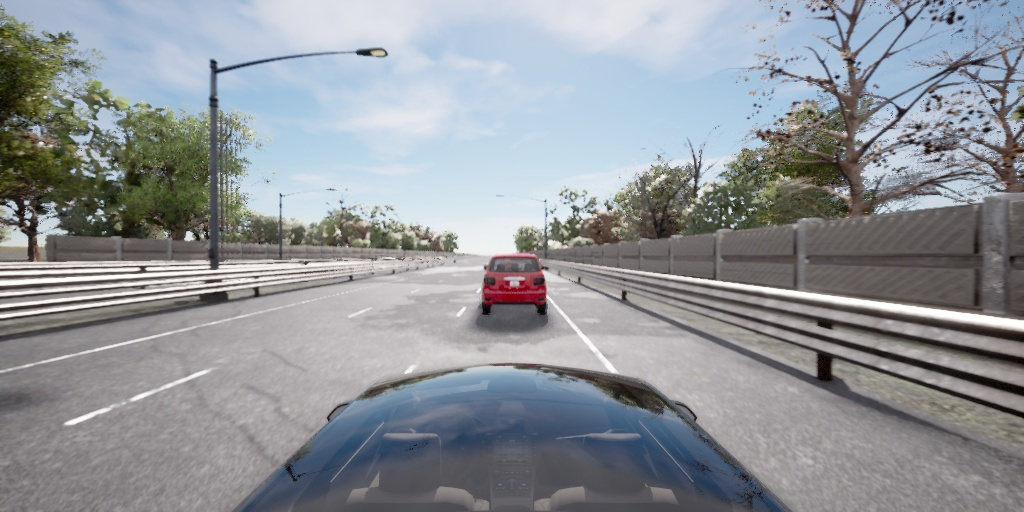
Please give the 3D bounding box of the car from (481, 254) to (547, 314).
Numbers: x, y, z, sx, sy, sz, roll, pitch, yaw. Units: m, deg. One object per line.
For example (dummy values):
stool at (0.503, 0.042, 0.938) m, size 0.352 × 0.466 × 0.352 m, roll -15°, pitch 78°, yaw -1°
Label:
car at (0.062, 0.930, 13.674) m, size 2.150 × 2.045 × 5.566 m, roll 0°, pitch 0°, yaw 0°
